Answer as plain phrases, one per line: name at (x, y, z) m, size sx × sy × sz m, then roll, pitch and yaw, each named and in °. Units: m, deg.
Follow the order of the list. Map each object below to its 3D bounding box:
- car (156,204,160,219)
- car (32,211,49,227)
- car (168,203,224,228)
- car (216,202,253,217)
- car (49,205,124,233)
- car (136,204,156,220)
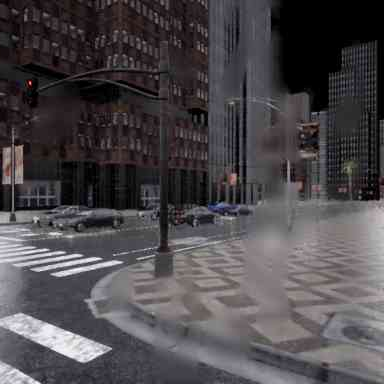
car at (-0.653, 1.858, 30.324) m, size 1.882 × 1.535 × 5.008 m, roll 0°, pitch -1°, yaw 35°
car at (-8.990, 1.724, 24.085) m, size 2.128 × 1.511 × 4.902 m, roll 0°, pitch -1°, yaw 35°
car at (0.288, 1.843, 25.650) m, size 1.837 × 1.490 × 4.892 m, roll 0°, pitch 0°, yaw 35°
car at (5.289, 2.078, 38.800) m, size 2.033 × 1.411 × 5.357 m, roll 0°, pitch -1°, yaw 35°
car at (-6.550, 1.757, 21.905) m, size 1.812 × 1.442 × 4.674 m, roll 0°, pitch -1°, yaw 35°
car at (-3.268, 1.869, 32.257) m, size 2.128 × 1.511 × 4.902 m, roll 0°, pitch -1°, yaw 35°
